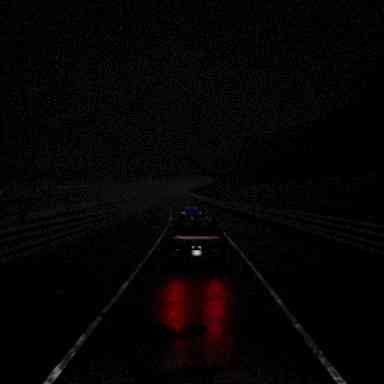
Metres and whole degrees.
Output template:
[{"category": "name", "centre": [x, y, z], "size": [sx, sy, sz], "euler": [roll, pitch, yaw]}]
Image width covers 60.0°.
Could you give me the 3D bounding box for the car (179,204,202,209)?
[{"category": "car", "centre": [-0.092, 1.729, 27.984], "size": [1.812, 1.442, 4.674], "euler": [0, 0, -2]}]

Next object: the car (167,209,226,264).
[{"category": "car", "centre": [0.160, 1.582, 12.172], "size": [2.128, 1.511, 4.902], "euler": [0, 0, 0]}]
